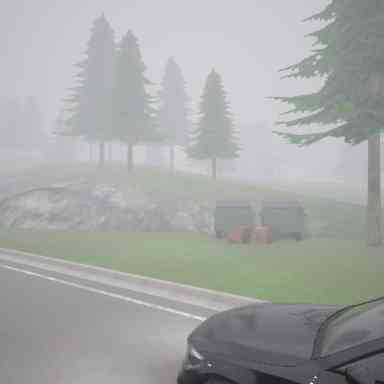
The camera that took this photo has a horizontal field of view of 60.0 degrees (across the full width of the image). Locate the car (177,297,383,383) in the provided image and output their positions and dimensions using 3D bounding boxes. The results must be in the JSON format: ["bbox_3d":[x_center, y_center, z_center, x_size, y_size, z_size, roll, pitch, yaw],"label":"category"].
[{"bbox_3d":[2.047,1.525,2.521,4.674,1.442,1.812,0,0,36],"label":"car"}]
